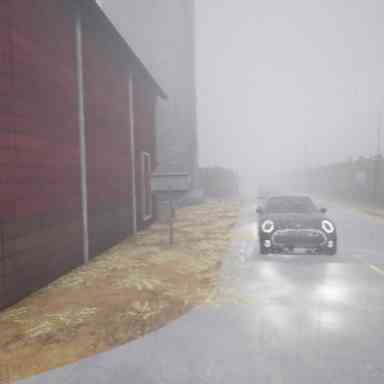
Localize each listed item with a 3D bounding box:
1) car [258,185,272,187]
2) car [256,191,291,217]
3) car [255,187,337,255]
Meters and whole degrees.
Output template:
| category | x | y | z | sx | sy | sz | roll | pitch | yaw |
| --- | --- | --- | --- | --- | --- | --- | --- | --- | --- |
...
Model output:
| category | x | y | z | sx | sy | sz | roll | pitch | yaw |
| --- | --- | --- | --- | --- | --- | --- | --- | --- | --- |
| car | 7.655 | 0.057 | 34.769 | 2.128 | 1.511 | 4.902 | -1 | 2 | 10 |
| car | 5.088 | 0.708 | 21.261 | 1.895 | 1.301 | 4.718 | -1 | 2 | 11 |
| car | 3.211 | 0.869 | 10.974 | 2.097 | 1.767 | 4.553 | -1 | 2 | 10 |
